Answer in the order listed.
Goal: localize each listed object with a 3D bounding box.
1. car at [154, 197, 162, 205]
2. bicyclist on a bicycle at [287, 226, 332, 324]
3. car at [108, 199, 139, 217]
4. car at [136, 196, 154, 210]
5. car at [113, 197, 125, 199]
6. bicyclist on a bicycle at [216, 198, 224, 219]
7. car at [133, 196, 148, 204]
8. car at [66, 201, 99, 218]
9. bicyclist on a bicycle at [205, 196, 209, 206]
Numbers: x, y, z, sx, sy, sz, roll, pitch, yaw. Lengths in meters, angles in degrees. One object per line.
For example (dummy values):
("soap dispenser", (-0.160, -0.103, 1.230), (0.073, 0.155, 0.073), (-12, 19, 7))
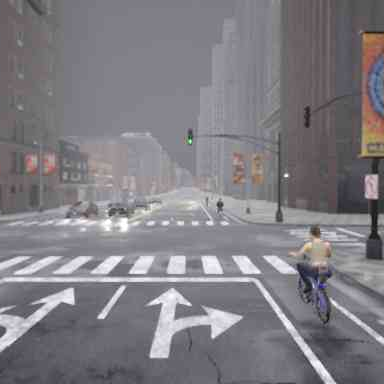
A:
("car", (-6.534, 1.562, 60.392), (1.994, 1.385, 4.181), (0, 0, 1))
("bicyclist on a bicycle", (2.246, 1.434, 6.165), (0.866, 1.612, 1.509), (0, 0, 0))
("car", (-6.594, 1.601, 31.585), (1.895, 1.301, 4.718), (0, 0, 0))
("car", (-6.595, 1.548, 43.714), (2.033, 1.411, 5.357), (0, 0, -1))
("car", (-9.832, 1.479, 44.453), (1.882, 1.535, 5.008), (0, 0, 0))
("bicyclist on a bicycle", (2.251, 1.369, 26.869), (0.659, 1.776, 1.843), (0, 0, 0))
("car", (-9.749, 1.545, 63.184), (2.033, 1.411, 5.357), (0, 0, 0))
("car", (-9.837, 1.526, 30.245), (1.812, 1.442, 4.674), (0, 0, 0))
("bicyclist on a bicycle", (2.255, 1.453, 49.494), (0.582, 1.620, 1.656), (0, 0, 0))
